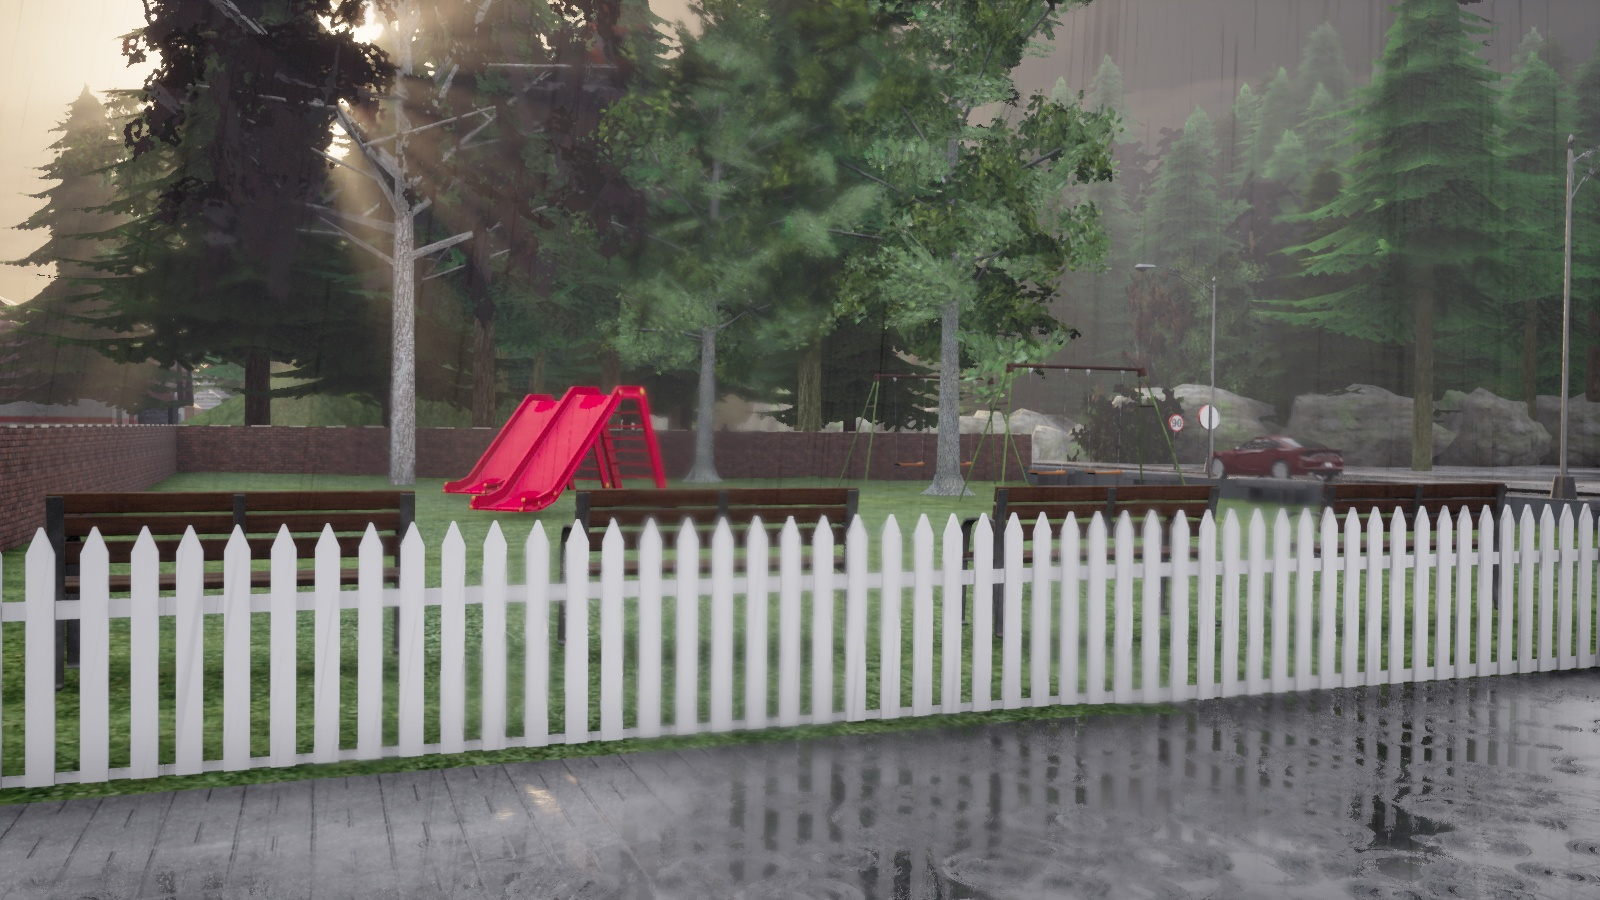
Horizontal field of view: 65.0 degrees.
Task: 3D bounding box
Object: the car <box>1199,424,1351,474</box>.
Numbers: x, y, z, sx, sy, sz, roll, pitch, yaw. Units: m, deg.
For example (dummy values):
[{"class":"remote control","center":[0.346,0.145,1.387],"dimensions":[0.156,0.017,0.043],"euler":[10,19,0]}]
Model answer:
[{"class":"car","center":[15.702,-0.075,41.828],"dimensions":[1.882,1.535,5.008],"euler":[-1,1,-21]}]
